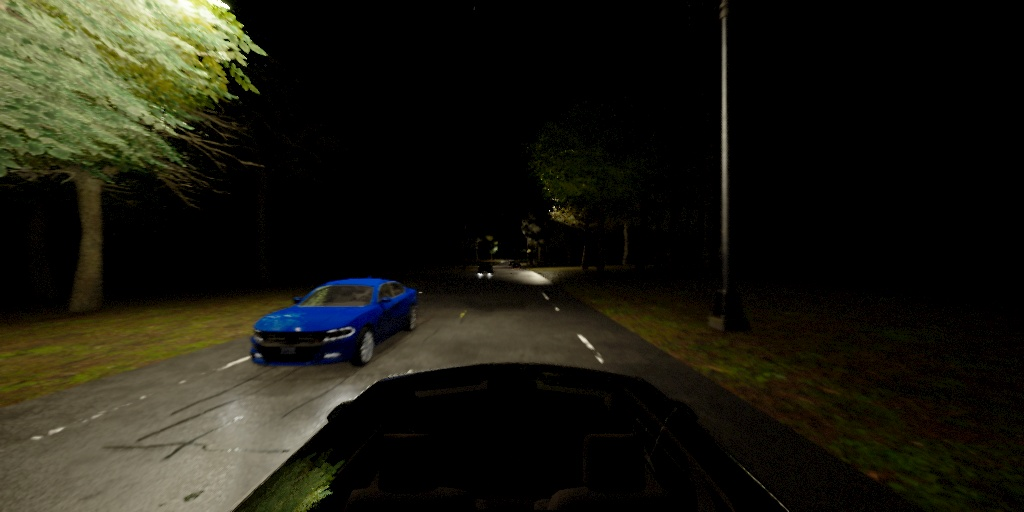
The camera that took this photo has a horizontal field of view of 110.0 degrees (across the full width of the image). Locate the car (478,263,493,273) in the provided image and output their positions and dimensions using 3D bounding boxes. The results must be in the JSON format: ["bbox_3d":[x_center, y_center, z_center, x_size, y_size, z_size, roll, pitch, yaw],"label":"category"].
[{"bbox_3d":[-3.557,1.657,49.658,2.033,1.411,5.357,0,-1,1],"label":"car"}]

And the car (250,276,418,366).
[{"bbox_3d":[-3.600,1.266,8.261,1.882,1.535,5.008,0,0,0],"label":"car"}]
